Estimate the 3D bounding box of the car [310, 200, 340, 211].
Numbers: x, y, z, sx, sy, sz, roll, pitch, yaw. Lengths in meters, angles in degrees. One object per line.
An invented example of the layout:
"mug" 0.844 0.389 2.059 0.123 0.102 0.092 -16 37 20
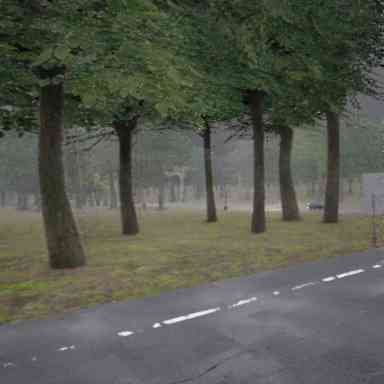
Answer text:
"car" 21.829 2.126 54.754 2.097 1.767 4.553 -4 1 -36
